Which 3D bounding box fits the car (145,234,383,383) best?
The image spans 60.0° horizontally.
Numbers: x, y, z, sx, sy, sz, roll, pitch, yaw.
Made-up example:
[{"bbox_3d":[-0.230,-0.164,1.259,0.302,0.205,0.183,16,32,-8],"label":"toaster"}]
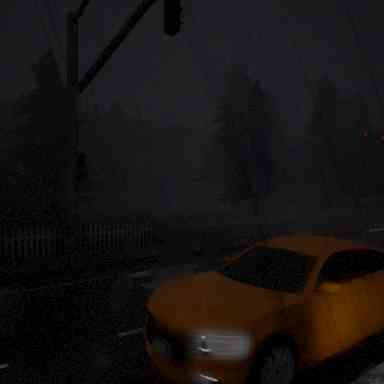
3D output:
[{"bbox_3d":[1.684,1.477,5.190,5.008,1.535,1.882,0,0,-35],"label":"car"}]
